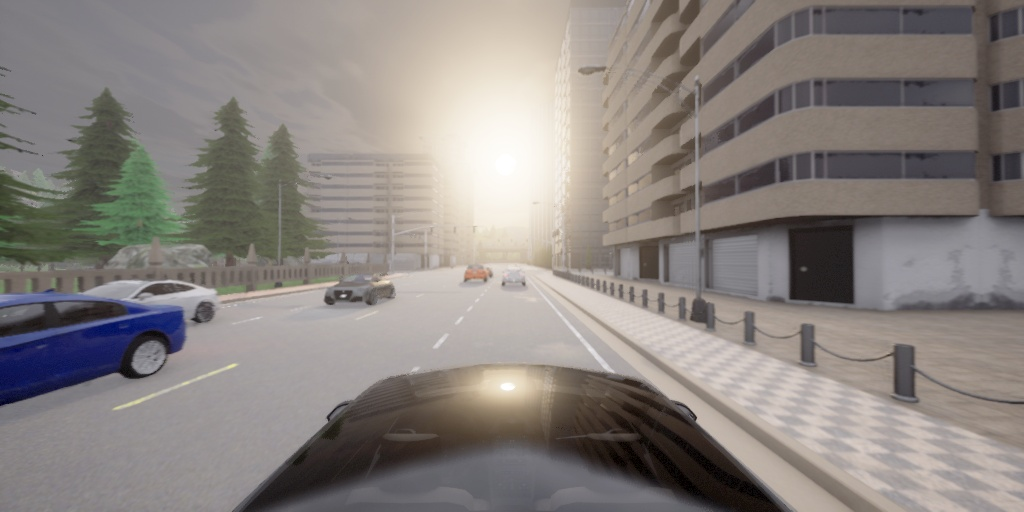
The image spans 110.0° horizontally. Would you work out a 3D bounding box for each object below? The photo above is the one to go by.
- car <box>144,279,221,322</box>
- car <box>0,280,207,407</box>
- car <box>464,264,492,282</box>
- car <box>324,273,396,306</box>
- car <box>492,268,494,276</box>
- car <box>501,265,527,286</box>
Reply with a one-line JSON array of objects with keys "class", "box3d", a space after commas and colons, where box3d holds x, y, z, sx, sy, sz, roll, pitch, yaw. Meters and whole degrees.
[{"class": "car", "box3d": [-10.569, 1.384, 10.028, 1.812, 1.442, 4.674, 0, -1, 0]}, {"class": "car", "box3d": [-7.095, 1.265, 4.668, 1.882, 1.535, 5.008, 0, -1, 0]}, {"class": "car", "box3d": [-3.362, 1.539, 34.657, 2.097, 1.767, 4.553, 0, -1, 0]}, {"class": "car", "box3d": [-7.066, 1.516, 17.042, 1.994, 1.385, 4.181, 0, -1, 1]}, {"class": "car", "box3d": [-3.348, 1.876, 43.967, 1.994, 1.385, 4.181, 0, -1, 0]}, {"class": "car", "box3d": [0.133, 1.643, 29.283, 1.812, 1.442, 4.674, 0, -1, 0]}]
